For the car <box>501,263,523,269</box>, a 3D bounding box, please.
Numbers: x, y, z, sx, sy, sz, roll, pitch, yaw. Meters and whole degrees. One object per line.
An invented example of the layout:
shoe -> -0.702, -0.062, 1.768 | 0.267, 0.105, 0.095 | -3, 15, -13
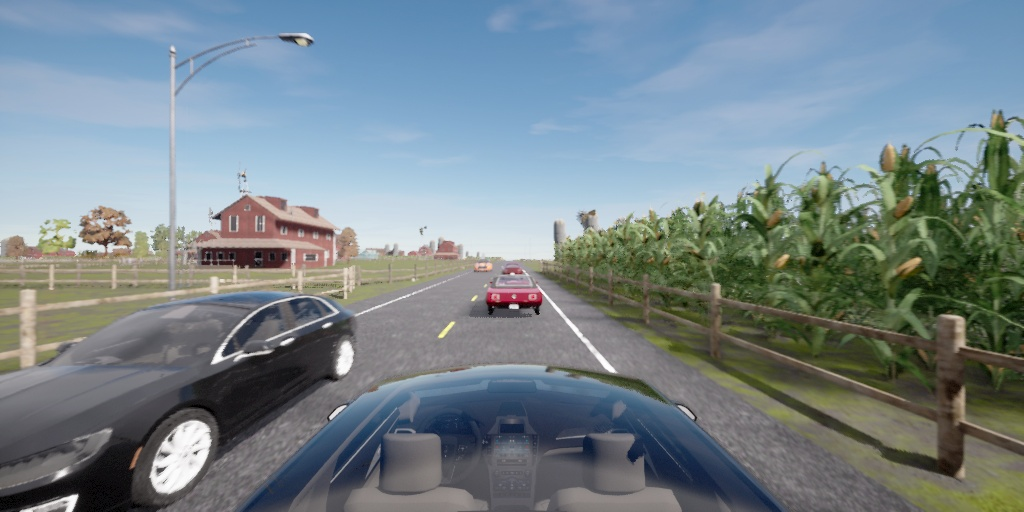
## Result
car -> 0.033, 1.316, 31.858 | 1.812, 1.442, 4.674 | 0, 0, 0

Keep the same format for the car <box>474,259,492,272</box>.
car -> -3.680, 1.168, 46.590 | 2.097, 1.767, 4.553 | 0, 0, 0

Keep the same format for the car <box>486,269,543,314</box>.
car -> 0.068, 1.365, 13.906 | 1.895, 1.301, 4.718 | 0, 0, 0

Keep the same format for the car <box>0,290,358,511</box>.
car -> -3.610, 1.253, 4.421 | 1.837, 1.490, 4.892 | 0, 0, 0
